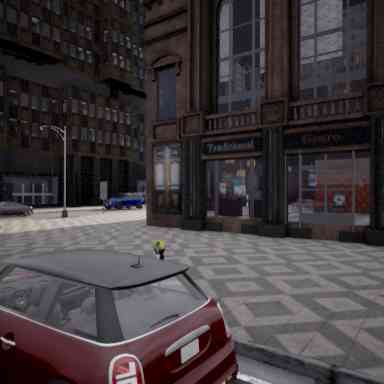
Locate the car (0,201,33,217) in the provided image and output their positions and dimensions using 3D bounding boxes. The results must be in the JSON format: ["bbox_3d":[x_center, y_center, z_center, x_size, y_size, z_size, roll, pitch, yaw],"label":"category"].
[{"bbox_3d":[-16.268,1.527,29.189,1.994,1.385,4.181,0,0,35],"label":"car"}]

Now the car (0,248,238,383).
[{"bbox_3d":[-1.596,1.440,4.098,4.097,1.590,1.967,0,0,35],"label":"car"}]

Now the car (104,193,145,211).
[{"bbox_3d":[-8.222,1.154,40.576,2.150,2.045,5.566,0,0,35],"label":"car"}]
